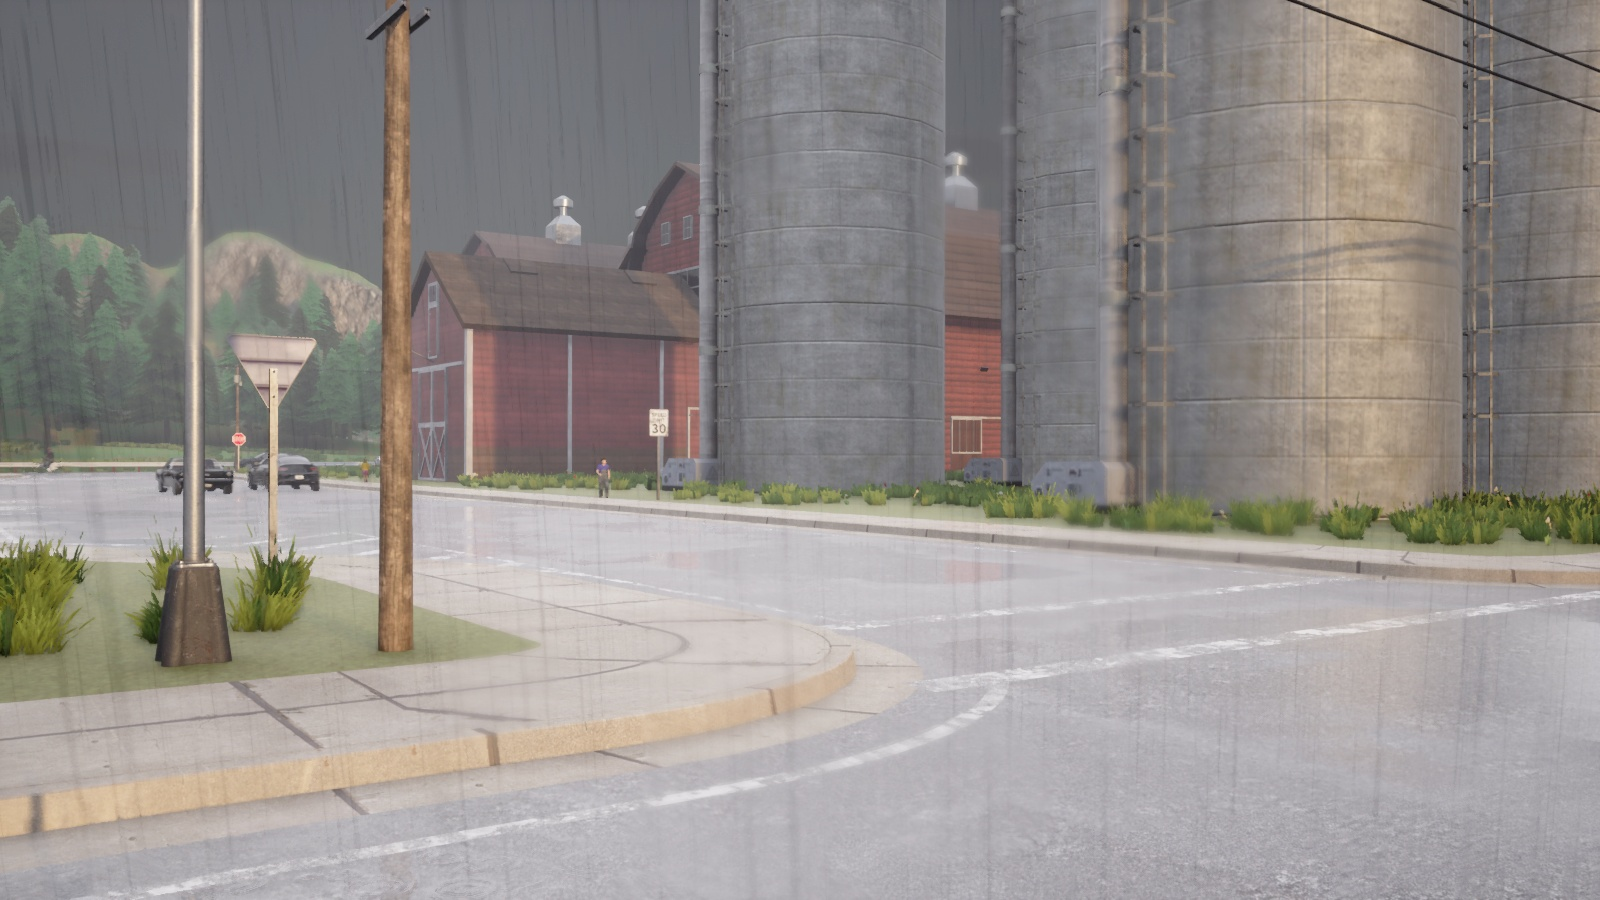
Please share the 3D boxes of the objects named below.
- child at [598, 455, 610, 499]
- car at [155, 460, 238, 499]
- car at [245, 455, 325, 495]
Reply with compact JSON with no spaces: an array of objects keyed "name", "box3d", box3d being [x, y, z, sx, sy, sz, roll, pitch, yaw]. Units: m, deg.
[{"name":"child","box3d":[-5.735,0.782,36.788,0.270,1.263,0.437,0,0,-20]},{"name":"car","box3d":[-21.550,1.000,44.736,1.895,1.301,4.718,0,0,-36]},{"name":"car","box3d":[-19.945,0.932,48.504,1.812,1.442,4.674,0,0,-36]}]
